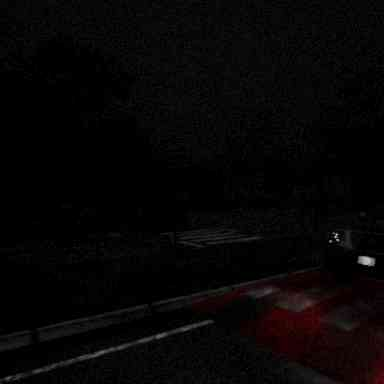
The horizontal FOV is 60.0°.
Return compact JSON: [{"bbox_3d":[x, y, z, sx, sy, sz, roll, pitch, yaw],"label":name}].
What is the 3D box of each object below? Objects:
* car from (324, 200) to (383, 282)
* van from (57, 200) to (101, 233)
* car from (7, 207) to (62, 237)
[{"bbox_3d":[5.353,1.105,7.505,5.566,2.045,2.150,6,-3,-35],"label":"car"},{"bbox_3d":[-7.347,1.508,21.366,1.878,1.987,4.442,1,-1,-36],"label":"van"},{"bbox_3d":[-9.690,1.720,19.868,2.163,1.488,4.792,1,-1,-36],"label":"car"}]
